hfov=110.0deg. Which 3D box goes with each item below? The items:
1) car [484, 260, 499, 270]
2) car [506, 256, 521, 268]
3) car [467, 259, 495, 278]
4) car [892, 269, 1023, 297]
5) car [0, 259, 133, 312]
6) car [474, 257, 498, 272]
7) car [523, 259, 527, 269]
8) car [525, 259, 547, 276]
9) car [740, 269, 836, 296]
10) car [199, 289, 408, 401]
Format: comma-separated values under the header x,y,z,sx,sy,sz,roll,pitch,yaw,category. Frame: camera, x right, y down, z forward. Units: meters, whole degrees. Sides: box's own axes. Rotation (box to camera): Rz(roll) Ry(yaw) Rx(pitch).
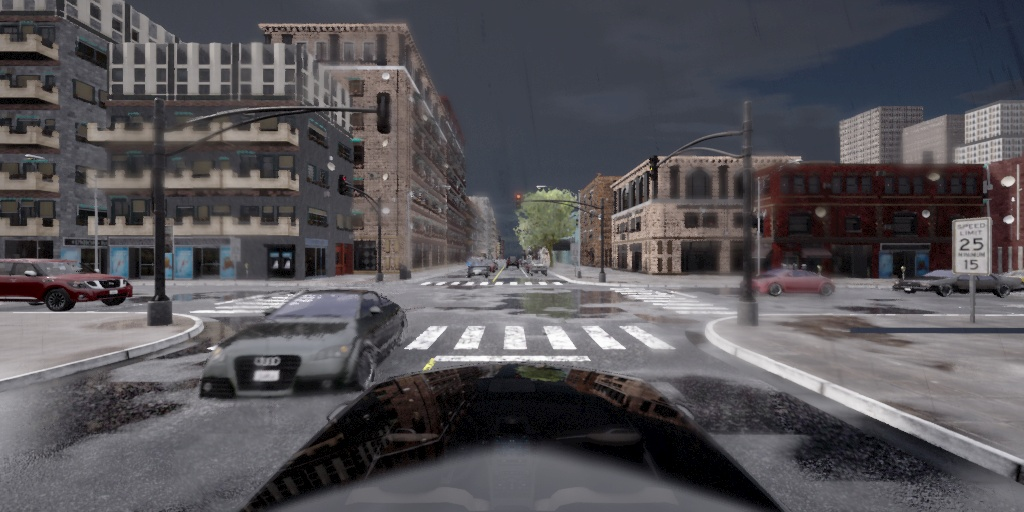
x,y,z,sx,sy,sz,roll,pitch,yaw,category
-3.091,1.372,54.242,1.994,1.385,4.181,0,0,0,car
0.096,1.046,61.476,2.150,2.045,5.566,0,0,-1,car
-3.106,1.266,34.337,2.128,1.511,4.902,0,0,0,car
24.018,1.412,19.354,5.357,1.411,2.033,0,0,0,car
-17.278,1.013,13.266,5.009,1.841,2.192,0,0,0,car
-3.103,1.143,44.231,2.097,1.767,4.553,0,0,0,car
2.686,1.228,42.684,1.967,1.591,4.097,0,0,0,car
2.686,1.330,36.987,2.007,1.370,4.403,0,0,0,car
14.716,1.387,19.286,4.181,1.385,1.994,0,0,0,car
-3.224,1.314,6.474,1.994,1.385,4.181,0,0,-5,car
